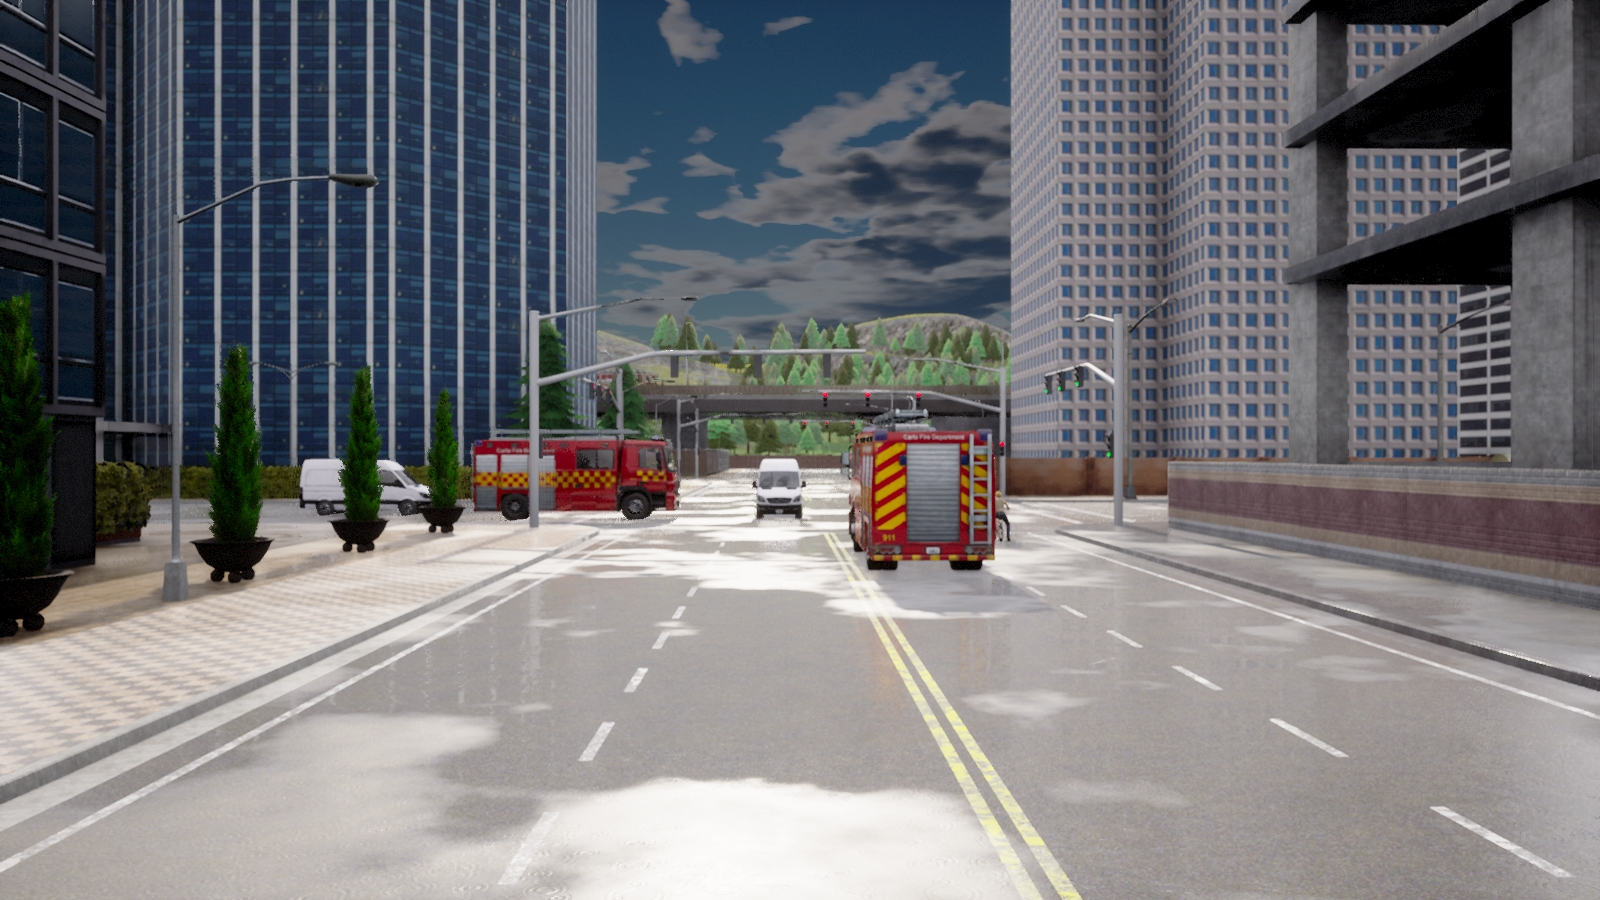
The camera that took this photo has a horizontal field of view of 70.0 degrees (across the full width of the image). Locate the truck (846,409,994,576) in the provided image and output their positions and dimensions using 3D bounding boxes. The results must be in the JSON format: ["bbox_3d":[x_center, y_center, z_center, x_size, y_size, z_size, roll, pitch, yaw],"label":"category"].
[{"bbox_3d":[2.931,0.989,30.485,2.891,3.827,8.468,0,0,-1],"label":"truck"}]

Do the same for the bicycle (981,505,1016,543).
[{"bbox_3d":[6.346,2.349,36.589,0.859,1.126,1.487,0,0,-1],"label":"bicycle"}]

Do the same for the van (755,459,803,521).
[{"bbox_3d":[-0.920,1.694,50.585,1.988,2.561,5.915,0,0,-1],"label":"van"}]

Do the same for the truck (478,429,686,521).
[{"bbox_3d":[-9.245,1.047,49.225,8.468,3.827,2.891,0,0,-2],"label":"truck"}]

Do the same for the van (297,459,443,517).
[{"bbox_3d":[-19.587,1.702,52.204,5.915,2.561,1.988,0,0,-1],"label":"van"}]
